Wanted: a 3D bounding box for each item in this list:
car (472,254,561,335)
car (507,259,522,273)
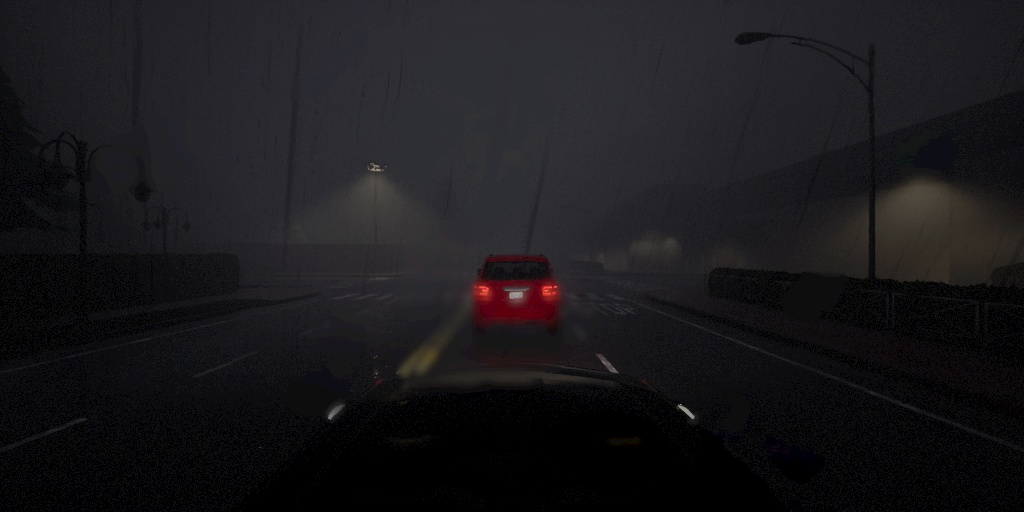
[{"bbox_3d":[0.118,0.971,10.658,2.150,2.045,5.566,0,0,0],"label":"car"},{"bbox_3d":[0.340,1.228,45.516,1.882,1.535,5.008,0,0,1],"label":"car"}]
